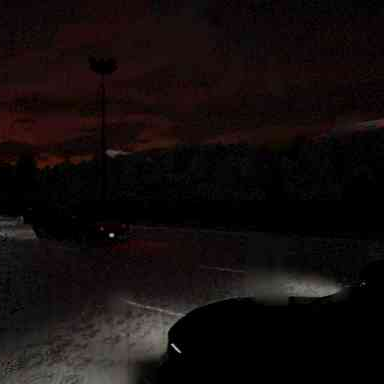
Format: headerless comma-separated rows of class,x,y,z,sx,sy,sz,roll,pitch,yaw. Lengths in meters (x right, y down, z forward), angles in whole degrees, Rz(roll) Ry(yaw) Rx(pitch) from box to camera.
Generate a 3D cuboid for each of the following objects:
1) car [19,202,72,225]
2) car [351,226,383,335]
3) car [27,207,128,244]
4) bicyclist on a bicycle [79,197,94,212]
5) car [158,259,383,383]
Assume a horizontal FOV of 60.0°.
car,-9.606,1.455,22.380,5.008,1.535,1.882,0,0,32
car,5.124,1.443,4.840,4.892,1.490,1.837,0,0,32
car,-5.334,1.574,15.559,4.718,1.301,1.895,0,0,32
bicyclist on a bicycle,-8.341,1.253,26.269,0.582,1.620,1.656,0,1,32
car,1.887,1.497,2.727,4.674,1.442,1.812,0,0,32
